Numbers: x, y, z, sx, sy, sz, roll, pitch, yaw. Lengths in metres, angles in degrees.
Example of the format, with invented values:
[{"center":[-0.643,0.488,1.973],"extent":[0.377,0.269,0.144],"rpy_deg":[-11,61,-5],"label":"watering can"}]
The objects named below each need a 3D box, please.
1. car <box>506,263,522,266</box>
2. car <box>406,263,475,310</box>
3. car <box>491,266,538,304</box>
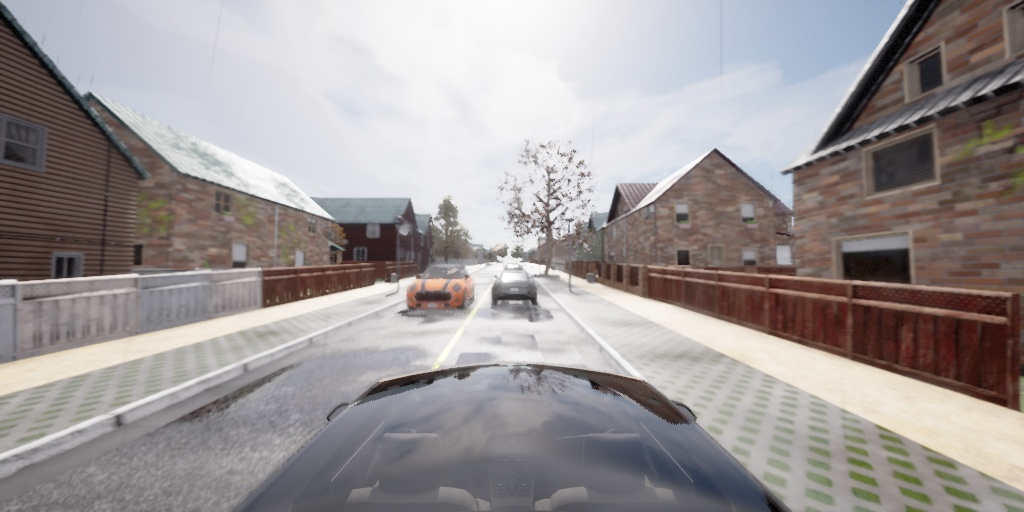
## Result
[{"center":[0.110,1.368,33.621],"extent":[1.994,1.385,4.181],"rpy_deg":[0,0,0],"label":"car"},{"center":[-2.745,1.116,14.659],"extent":[2.097,1.767,4.553],"rpy_deg":[0,0,0],"label":"car"},{"center":[0.104,1.332,16.428],"extent":[1.994,1.385,4.181],"rpy_deg":[0,0,0],"label":"car"}]
